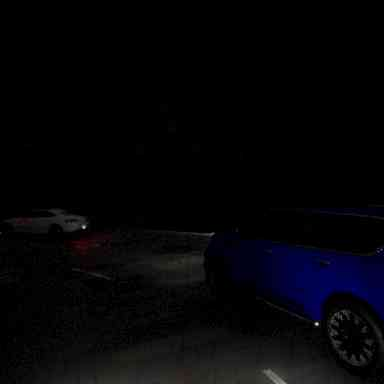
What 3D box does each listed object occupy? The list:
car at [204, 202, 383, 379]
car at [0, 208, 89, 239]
[{"bbox_3d":[2.238,1.190,5.860,2.150,2.045,5.566,0,0,-25],"label":"car"},{"bbox_3d":[-7.723,1.580,17.487,4.674,1.442,1.812,-1,0,15],"label":"car"}]
